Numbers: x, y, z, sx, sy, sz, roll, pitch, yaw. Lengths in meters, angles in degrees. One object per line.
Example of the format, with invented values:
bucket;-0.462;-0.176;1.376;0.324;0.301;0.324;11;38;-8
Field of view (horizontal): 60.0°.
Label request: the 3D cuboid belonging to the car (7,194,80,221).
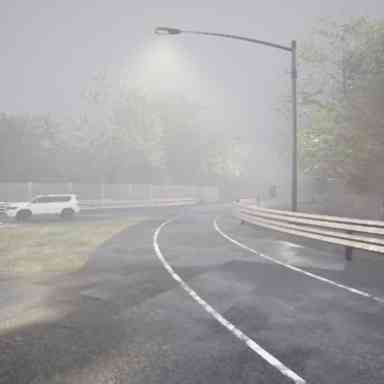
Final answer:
car;-12.192;1.239;27.614;5.566;2.045;2.150;-1;0;-36
